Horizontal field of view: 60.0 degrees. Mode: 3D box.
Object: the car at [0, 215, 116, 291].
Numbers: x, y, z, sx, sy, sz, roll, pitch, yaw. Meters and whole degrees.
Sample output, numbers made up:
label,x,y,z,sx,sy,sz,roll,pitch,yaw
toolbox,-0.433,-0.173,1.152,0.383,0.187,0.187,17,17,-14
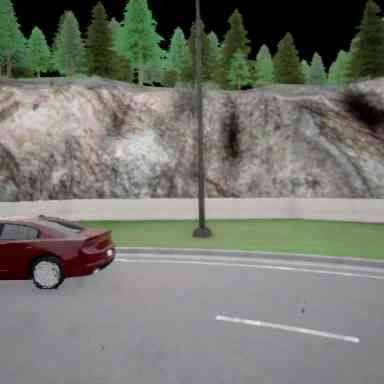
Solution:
label,x,y,z,sx,sy,sz,roll,pitch,yaw
car,-4.416,1.322,8.045,5.008,1.535,1.882,-1,1,5
